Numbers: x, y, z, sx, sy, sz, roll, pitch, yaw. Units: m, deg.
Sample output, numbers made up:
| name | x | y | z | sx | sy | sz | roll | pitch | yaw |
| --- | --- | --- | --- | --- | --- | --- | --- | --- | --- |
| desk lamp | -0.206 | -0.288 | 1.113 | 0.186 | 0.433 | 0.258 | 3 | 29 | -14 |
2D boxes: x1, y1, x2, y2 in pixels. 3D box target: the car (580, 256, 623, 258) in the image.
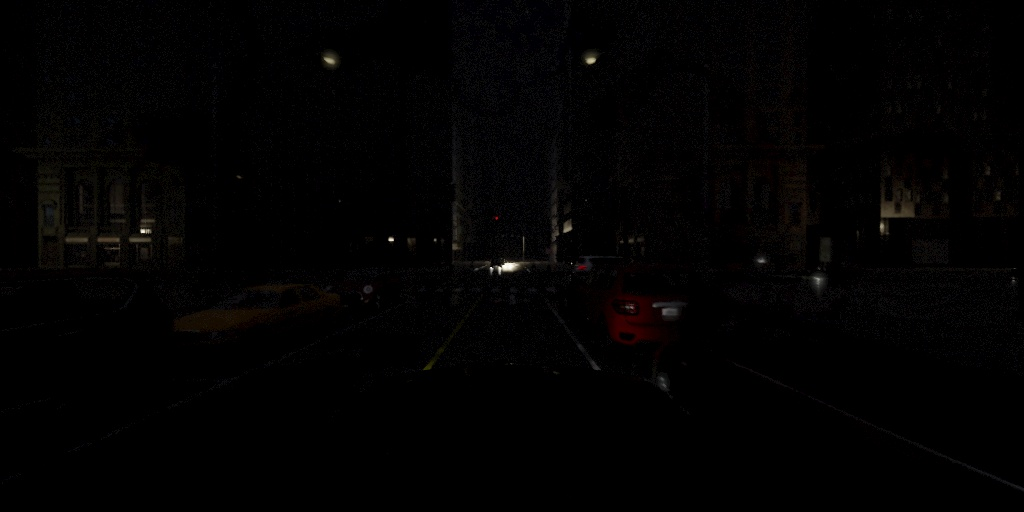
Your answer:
| name | x | y | z | sx | sy | sz | roll | pitch | yaw |
| --- | --- | --- | --- | --- | --- | --- | --- | --- | --- |
| car | 7.477 | 0.999 | 26.482 | 5.566 | 2.045 | 2.150 | 0 | 0 | 0 |

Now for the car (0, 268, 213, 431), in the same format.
| name | x | y | z | sx | sy | sz | roll | pitch | yaw |
| --- | --- | --- | --- | --- | --- | --- | --- | --- | --- |
| car | -5.762 | 1.064 | 3.049 | 2.192 | 1.841 | 5.009 | 0 | 0 | 0 |

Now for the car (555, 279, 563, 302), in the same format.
| name | x | y | z | sx | sy | sz | roll | pitch | yaw |
| --- | --- | --- | --- | --- | --- | --- | --- | --- | --- |
| car | 2.767 | 1.287 | 14.251 | 2.007 | 1.370 | 4.403 | 0 | 0 | 0 |

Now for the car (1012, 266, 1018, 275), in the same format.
| name | x | y | z | sx | sy | sz | roll | pitch | yaw |
| --- | --- | --- | --- | --- | --- | --- | --- | --- | --- |
| car | 49.219 | 1.122 | 32.947 | 4.674 | 1.442 | 1.812 | 0 | 0 | 0 |

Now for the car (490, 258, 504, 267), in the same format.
| name | x | y | z | sx | sy | sz | roll | pitch | yaw |
| --- | --- | --- | --- | --- | --- | --- | --- | --- | --- |
| car | -2.841 | 1.194 | 64.511 | 1.837 | 1.490 | 4.892 | 0 | 0 | 1 |

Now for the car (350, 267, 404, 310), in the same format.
| name | x | y | z | sx | sy | sz | roll | pitch | yaw |
| --- | --- | --- | --- | --- | --- | --- | --- | --- | --- |
| car | -5.758 | 1.177 | 14.253 | 1.967 | 1.591 | 4.097 | 0 | 0 | 0 |

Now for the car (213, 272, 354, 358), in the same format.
| name | x | y | z | sx | sy | sz | roll | pitch | yaw |
| --- | --- | --- | --- | --- | --- | --- | --- | --- | --- |
| car | -5.760 | 1.268 | 8.481 | 1.751 | 1.417 | 4.829 | 0 | 0 | 0 |

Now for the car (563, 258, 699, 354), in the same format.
| name | x | y | z | sx | sy | sz | roll | pitch | yaw |
| --- | --- | --- | --- | --- | --- | --- | --- | --- | --- |
| car | 2.765 | 1.057 | 8.649 | 2.192 | 1.841 | 5.009 | 0 | 0 | 0 |

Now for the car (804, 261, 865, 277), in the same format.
| name | x | y | z | sx | sy | sz | roll | pitch | yaw |
| --- | --- | --- | --- | --- | --- | --- | --- | --- | --- |
| car | 29.720 | 1.149 | 33.058 | 4.674 | 1.442 | 1.812 | 0 | 0 | 0 |

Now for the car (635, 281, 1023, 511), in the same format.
| name | x | y | z | sx | sy | sz | roll | pitch | yaw |
| --- | --- | --- | --- | --- | --- | --- | --- | --- | --- |
| car | 2.763 | 1.188 | 3.047 | 1.967 | 1.591 | 4.097 | 0 | 0 | 0 |
